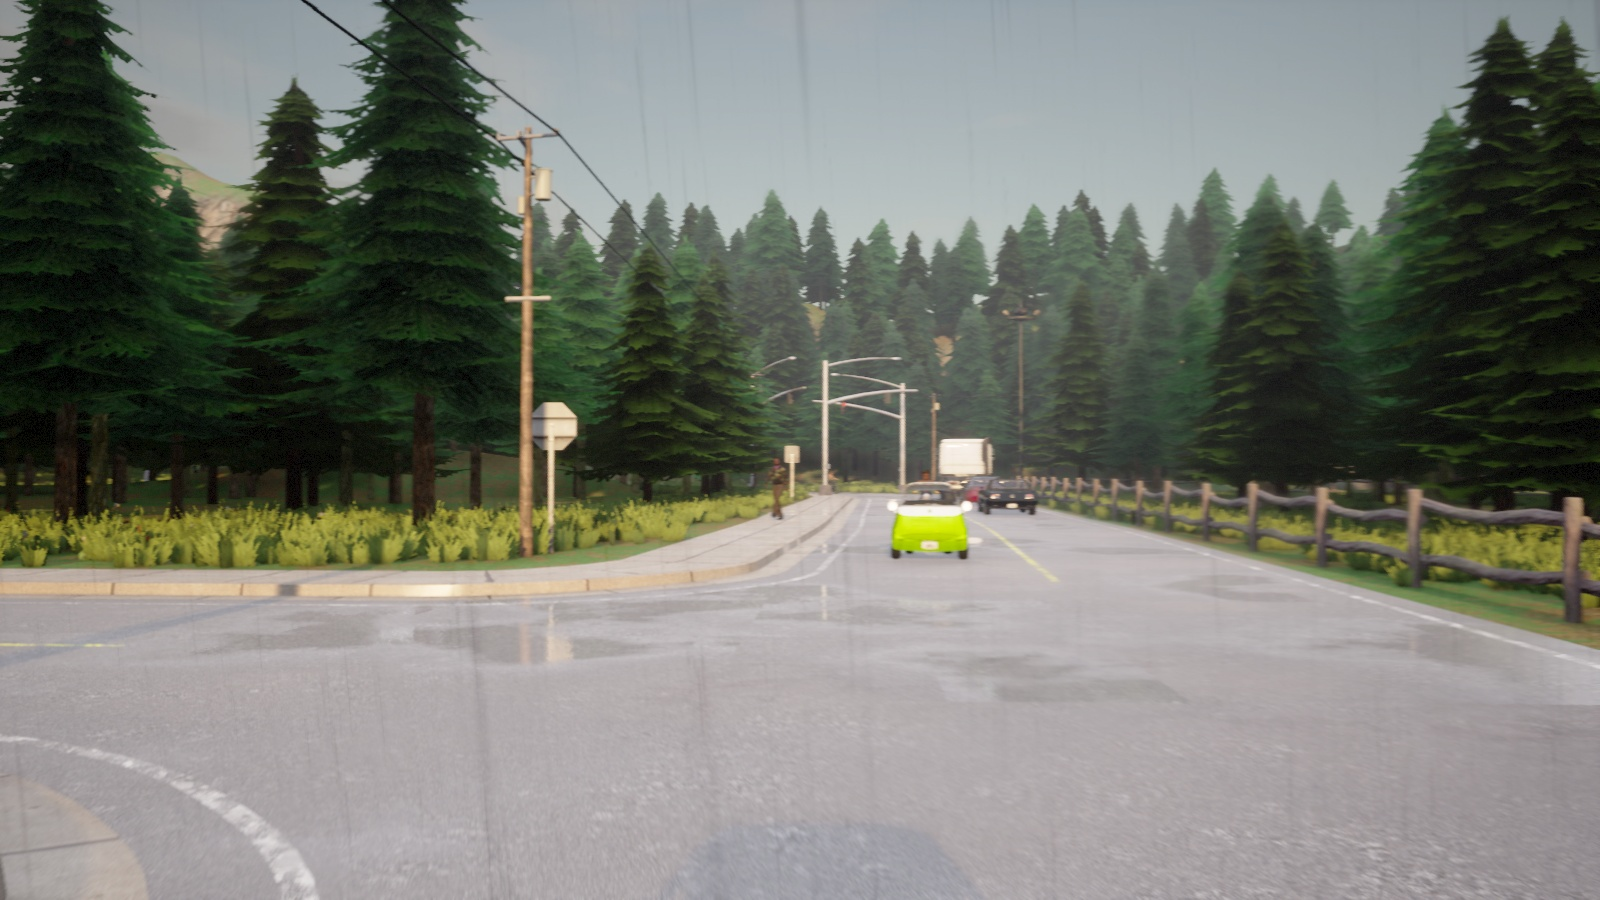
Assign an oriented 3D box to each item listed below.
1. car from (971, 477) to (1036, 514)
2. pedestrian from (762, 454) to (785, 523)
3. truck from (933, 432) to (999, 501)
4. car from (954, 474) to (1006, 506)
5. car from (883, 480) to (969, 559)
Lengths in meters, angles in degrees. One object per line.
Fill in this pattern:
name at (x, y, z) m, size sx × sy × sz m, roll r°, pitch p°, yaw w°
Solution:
car at (7.528, 1.666, 46.866) m, size 1.895 × 1.301 × 4.718 m, roll 0°, pitch -1°, yaw 3°
pedestrian at (-0.758, 1.076, 35.594) m, size 0.395 × 1.930 × 0.692 m, roll -1°, pitch -1°, yaw 23°
truck at (8.769, 0.917, 67.182) m, size 2.891 × 3.462 × 7.936 m, roll 0°, pitch -1°, yaw 3°
car at (8.164, 1.799, 57.181) m, size 1.994 × 1.385 × 4.181 m, roll 0°, pitch -1°, yaw 4°
car at (2.305, 1.245, 23.146) m, size 1.481 × 1.376 × 2.207 m, roll 0°, pitch -1°, yaw 5°
